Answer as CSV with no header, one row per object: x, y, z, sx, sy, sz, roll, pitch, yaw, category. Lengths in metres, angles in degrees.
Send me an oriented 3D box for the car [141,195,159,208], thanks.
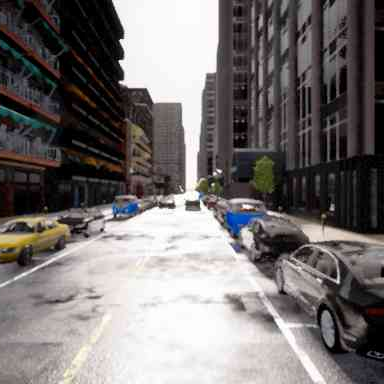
-5.684,1.268,45.517,1.967,1.590,4.097,0,0,0,car

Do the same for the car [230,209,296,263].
2.693,1.503,11.534,2.008,1.369,4.403,0,0,0,car

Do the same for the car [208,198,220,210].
2.695,1.440,28.526,2.008,1.369,4.403,0,0,0,car

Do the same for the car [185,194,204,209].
0.107,1.335,41.293,2.128,1.511,4.902,0,0,0,car

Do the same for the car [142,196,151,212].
-5.685,1.395,34.021,1.752,1.417,4.829,0,0,0,car

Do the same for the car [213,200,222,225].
2.694,1.455,22.862,1.887,1.381,4.507,0,0,0,car

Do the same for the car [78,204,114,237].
-5.687,1.482,17.199,2.008,1.369,4.403,0,0,0,car

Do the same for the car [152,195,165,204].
-5.683,1.321,56.674,1.752,1.417,4.829,0,0,0,car

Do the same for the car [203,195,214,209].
2.696,1.392,39.855,1.887,1.381,4.507,0,0,0,car

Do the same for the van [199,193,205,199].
2.700,1.074,90.824,1.690,1.788,3.998,0,0,0,van

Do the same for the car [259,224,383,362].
2.692,1.525,5.871,2.008,1.369,4.403,0,0,0,car

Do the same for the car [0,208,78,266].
-5.688,1.479,11.365,1.752,1.417,4.829,0,0,0,car

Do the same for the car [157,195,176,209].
-3.083,1.403,42.156,1.994,1.385,4.181,0,0,0,car

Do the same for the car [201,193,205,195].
2.696,1.249,51.181,1.967,1.590,4.097,0,0,0,car

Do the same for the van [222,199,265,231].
2.694,1.273,17.197,1.690,1.788,3.998,0,0,0,van

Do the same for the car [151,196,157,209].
-5.685,1.413,39.856,1.947,1.339,4.313,0,0,0,car

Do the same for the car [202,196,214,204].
2.697,1.340,56.843,1.887,1.381,4.507,0,0,0,car

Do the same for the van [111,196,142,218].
-5.685,1.231,28.527,1.690,1.788,3.998,0,0,0,van
